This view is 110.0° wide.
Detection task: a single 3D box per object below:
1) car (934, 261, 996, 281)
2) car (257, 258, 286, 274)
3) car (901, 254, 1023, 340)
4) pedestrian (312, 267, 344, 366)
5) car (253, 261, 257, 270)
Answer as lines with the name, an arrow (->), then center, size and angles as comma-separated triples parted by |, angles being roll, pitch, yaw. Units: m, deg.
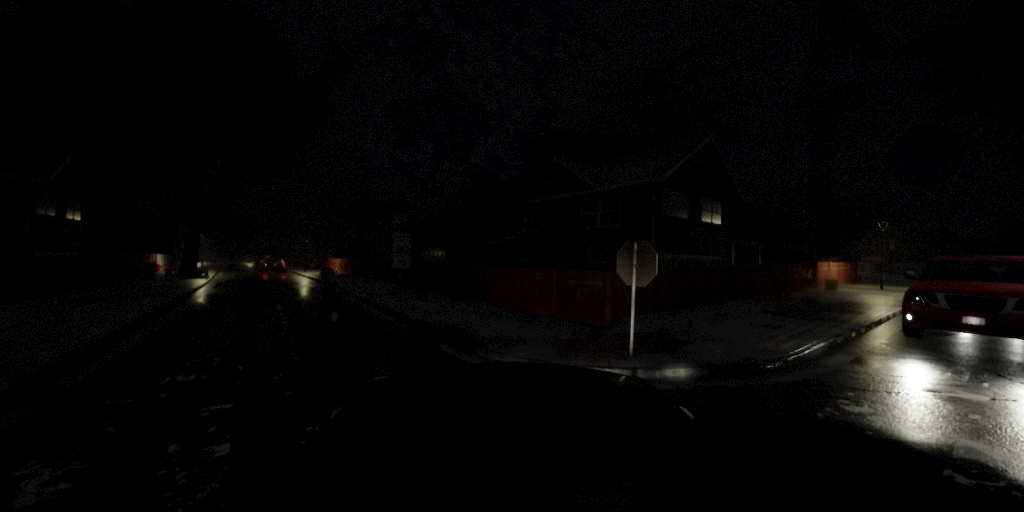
car -> 44.985, 1.437, 35.767 | 2.097, 1.767, 4.553 | 2, 1, 28
car -> -25.942, 0.952, 38.909 | 2.097, 1.767, 4.553 | 2, -1, -38
car -> 11.715, 0.982, 8.957 | 5.566, 2.045, 2.150 | 0, 1, -36
pedestrian -> -3.403, 1.046, 6.644 | 0.375, 1.860, 0.375 | 1, 0, -35
car -> -32.158, 1.049, 46.511 | 1.812, 1.442, 4.674 | 2, -1, -40
